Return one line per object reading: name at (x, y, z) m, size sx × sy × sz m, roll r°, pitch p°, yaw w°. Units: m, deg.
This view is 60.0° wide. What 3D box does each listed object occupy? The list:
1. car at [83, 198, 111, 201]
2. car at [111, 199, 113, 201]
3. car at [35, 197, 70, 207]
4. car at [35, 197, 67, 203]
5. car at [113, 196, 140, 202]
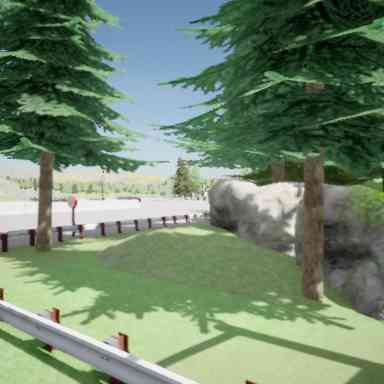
car at (-16.270, 1.646, 53.949) m, size 2.033 × 1.411 × 5.357 m, roll 0°, pitch 0°, yaw 36°
car at (-14.549, 1.551, 68.213) m, size 1.882 × 1.535 × 5.008 m, roll 0°, pitch 0°, yaw 36°
car at (-23.422, 1.576, 55.975) m, size 2.128 × 1.511 × 4.902 m, roll 0°, pitch 0°, yaw 36°
car at (-21.974, 1.692, 52.043) m, size 1.895 × 1.301 × 4.718 m, roll 0°, pitch 0°, yaw 36°
car at (-12.410, 1.567, 65.216) m, size 1.882 × 1.535 × 5.008 m, roll 0°, pitch 0°, yaw 36°
